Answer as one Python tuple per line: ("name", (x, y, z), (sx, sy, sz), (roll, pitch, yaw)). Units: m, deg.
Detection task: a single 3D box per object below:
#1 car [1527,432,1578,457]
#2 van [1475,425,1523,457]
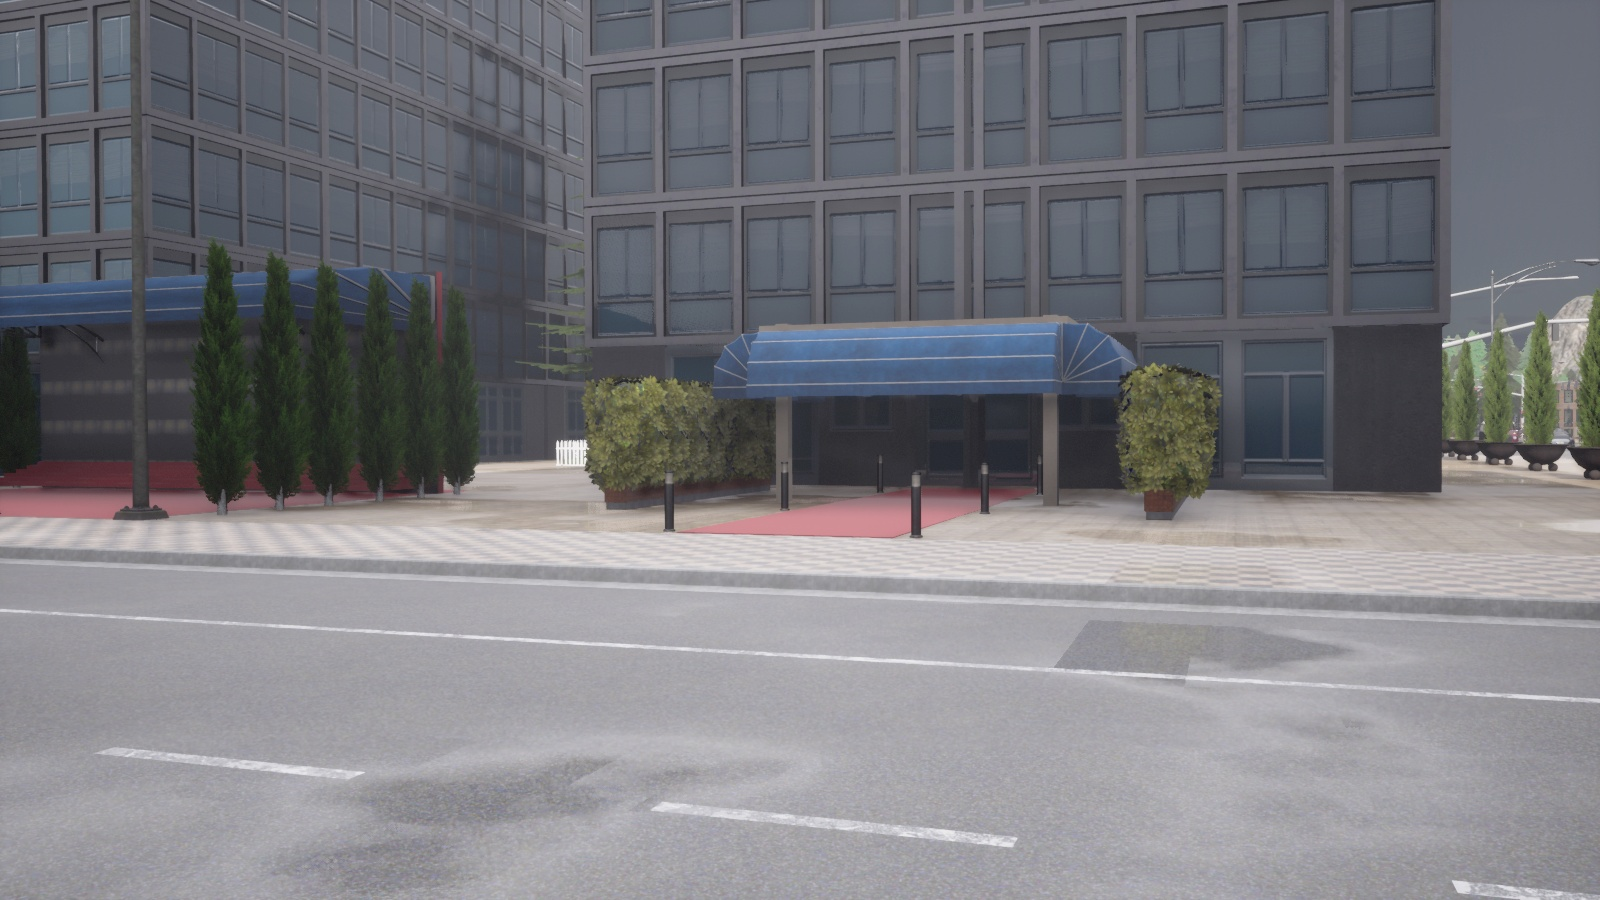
("car", (50.862, -0.413, 84.986), (2.033, 1.649, 4.856), (1, 1, 19))
("van", (47.010, -0.628, 84.558), (2.069, 2.038, 4.480), (1, 1, 19))
